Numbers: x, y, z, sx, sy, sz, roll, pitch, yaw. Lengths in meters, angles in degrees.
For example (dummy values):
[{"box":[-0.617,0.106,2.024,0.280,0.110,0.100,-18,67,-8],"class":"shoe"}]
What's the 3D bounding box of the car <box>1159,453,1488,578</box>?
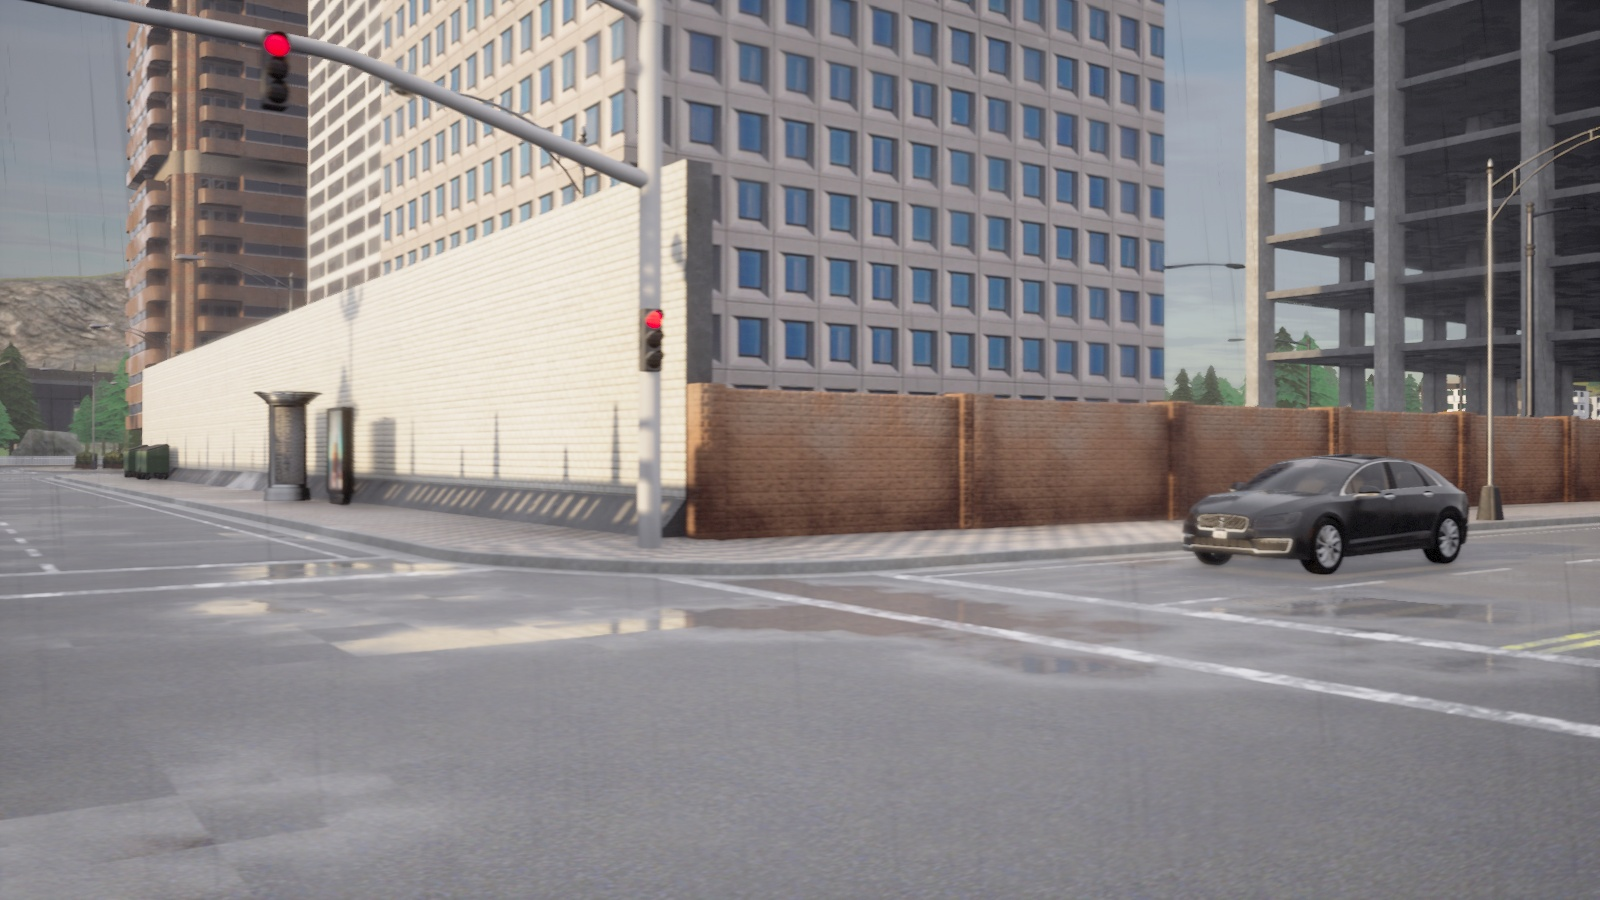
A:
[{"box":[7.274,0.797,17.251,4.892,1.490,1.837,0,0,-35],"class":"car"}]
